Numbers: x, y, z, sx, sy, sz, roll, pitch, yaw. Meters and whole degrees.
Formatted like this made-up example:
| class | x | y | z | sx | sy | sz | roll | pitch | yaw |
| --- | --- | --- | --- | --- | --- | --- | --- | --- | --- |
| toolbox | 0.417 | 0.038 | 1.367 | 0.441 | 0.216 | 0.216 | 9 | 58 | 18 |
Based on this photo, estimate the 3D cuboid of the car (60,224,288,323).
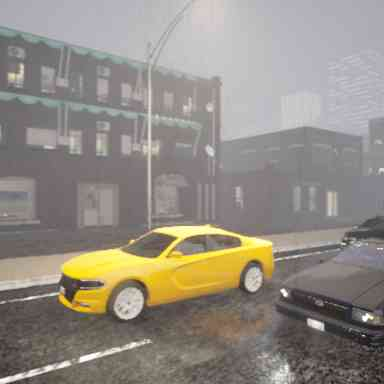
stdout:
| class | x | y | z | sx | sy | sz | roll | pitch | yaw |
| --- | --- | --- | --- | --- | --- | --- | --- | --- | --- |
| car | -0.299 | 1.530 | 7.464 | 5.008 | 1.535 | 1.882 | 1 | -1 | -35 |

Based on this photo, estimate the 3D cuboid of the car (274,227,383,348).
| class | x | y | z | sx | sy | sz | roll | pitch | yaw |
| --- | --- | --- | --- | --- | --- | --- | --- | --- | --- |
| car | 4.027 | 1.640 | 6.559 | 5.357 | 1.411 | 2.033 | 1 | -1 | -36 |

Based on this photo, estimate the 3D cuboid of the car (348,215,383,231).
| class | x | y | z | sx | sy | sz | roll | pitch | yaw |
| --- | --- | --- | --- | --- | --- | --- | --- | --- | --- |
| car | 7.942 | 1.692 | 13.331 | 4.892 | 1.490 | 1.837 | 1 | -1 | -35 |
